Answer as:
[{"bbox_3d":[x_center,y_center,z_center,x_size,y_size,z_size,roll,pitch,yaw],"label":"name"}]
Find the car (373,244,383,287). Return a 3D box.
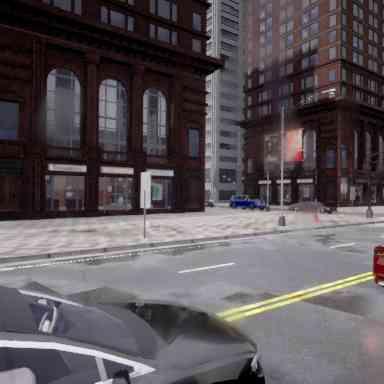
[{"bbox_3d":[6.271,1.489,7.905,5.008,1.535,1.882,0,0,-35],"label":"car"}]

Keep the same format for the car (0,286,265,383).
[{"bbox_3d":[-1.558,1.492,2.334,4.902,1.511,2.128,0,0,-35],"label":"car"}]

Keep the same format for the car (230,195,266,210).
[{"bbox_3d":[7.524,1.446,45.407,2.150,2.045,5.566,1,-1,-35],"label":"car"}]

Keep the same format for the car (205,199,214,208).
[{"bbox_3d":[1.705,1.834,53.600,1.994,1.385,4.181,1,-1,-35],"label":"car"}]

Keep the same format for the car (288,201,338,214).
[{"bbox_3d":[13.402,1.725,37.129,2.033,1.411,5.357,1,-1,-35],"label":"car"}]
